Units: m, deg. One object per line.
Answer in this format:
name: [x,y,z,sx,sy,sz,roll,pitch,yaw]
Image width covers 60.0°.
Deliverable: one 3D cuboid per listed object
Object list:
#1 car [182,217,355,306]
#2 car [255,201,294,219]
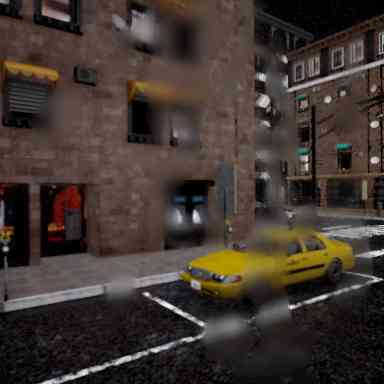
car: [2.039,1.524,8.021,4.829,1.417,1.752,0,0,-35]
car: [5.627,1.470,25.853,2.128,1.511,4.902,-1,0,-36]
